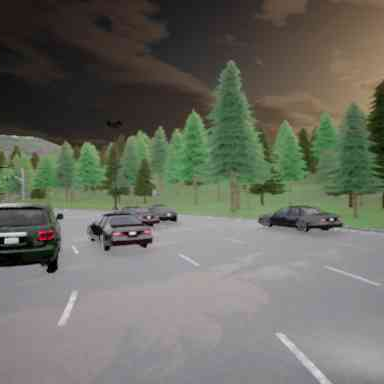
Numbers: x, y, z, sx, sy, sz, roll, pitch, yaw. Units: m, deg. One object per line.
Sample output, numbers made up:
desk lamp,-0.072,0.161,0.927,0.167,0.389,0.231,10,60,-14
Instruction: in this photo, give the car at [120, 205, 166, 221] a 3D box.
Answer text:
car,-4.289,1.702,23.147,2.033,1.411,5.357,-1,0,-38

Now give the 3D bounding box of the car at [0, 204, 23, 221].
car,-18.840,1.974,32.873,5.357,1.411,2.033,-1,0,42

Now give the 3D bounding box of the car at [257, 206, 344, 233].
car,6.154,1.520,19.570,2.033,1.411,5.357,-1,0,-27

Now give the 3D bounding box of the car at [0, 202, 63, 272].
car,-5.546,1.353,10.990,2.150,2.045,5.566,0,0,-21

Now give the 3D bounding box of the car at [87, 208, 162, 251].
car,-3.390,1.658,14.966,2.033,1.411,5.357,-1,0,-26

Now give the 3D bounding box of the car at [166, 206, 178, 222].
car,-2.980,1.710,26.624,1.994,1.385,4.181,-1,0,-38
